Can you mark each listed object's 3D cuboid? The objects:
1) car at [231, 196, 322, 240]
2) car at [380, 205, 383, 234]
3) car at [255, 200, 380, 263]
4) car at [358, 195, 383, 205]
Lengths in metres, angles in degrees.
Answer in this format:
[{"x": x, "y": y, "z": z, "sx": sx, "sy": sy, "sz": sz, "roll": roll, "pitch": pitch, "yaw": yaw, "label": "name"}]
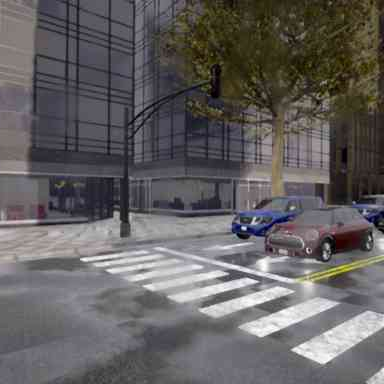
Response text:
[{"x": 4.395, "y": 1.221, "z": 16.093, "sx": 5.566, "sy": 2.045, "sz": 2.150, "roll": 0, "pitch": 0, "yaw": -39, "label": "car"}, {"x": 12.076, "y": 1.553, "z": 18.100, "sx": 5.357, "sy": 1.411, "sz": 2.033, "roll": 0, "pitch": 0, "yaw": -39, "label": "car"}, {"x": 4.700, "y": 1.354, "z": 12.168, "sx": 4.553, "sy": 1.767, "sz": 2.097, "roll": 0, "pitch": 0, "yaw": -39, "label": "car"}, {"x": 12.477, "y": 1.223, "z": 22.588, "sx": 5.566, "sy": 2.045, "sz": 2.150, "roll": 0, "pitch": 0, "yaw": -39, "label": "car"}]
